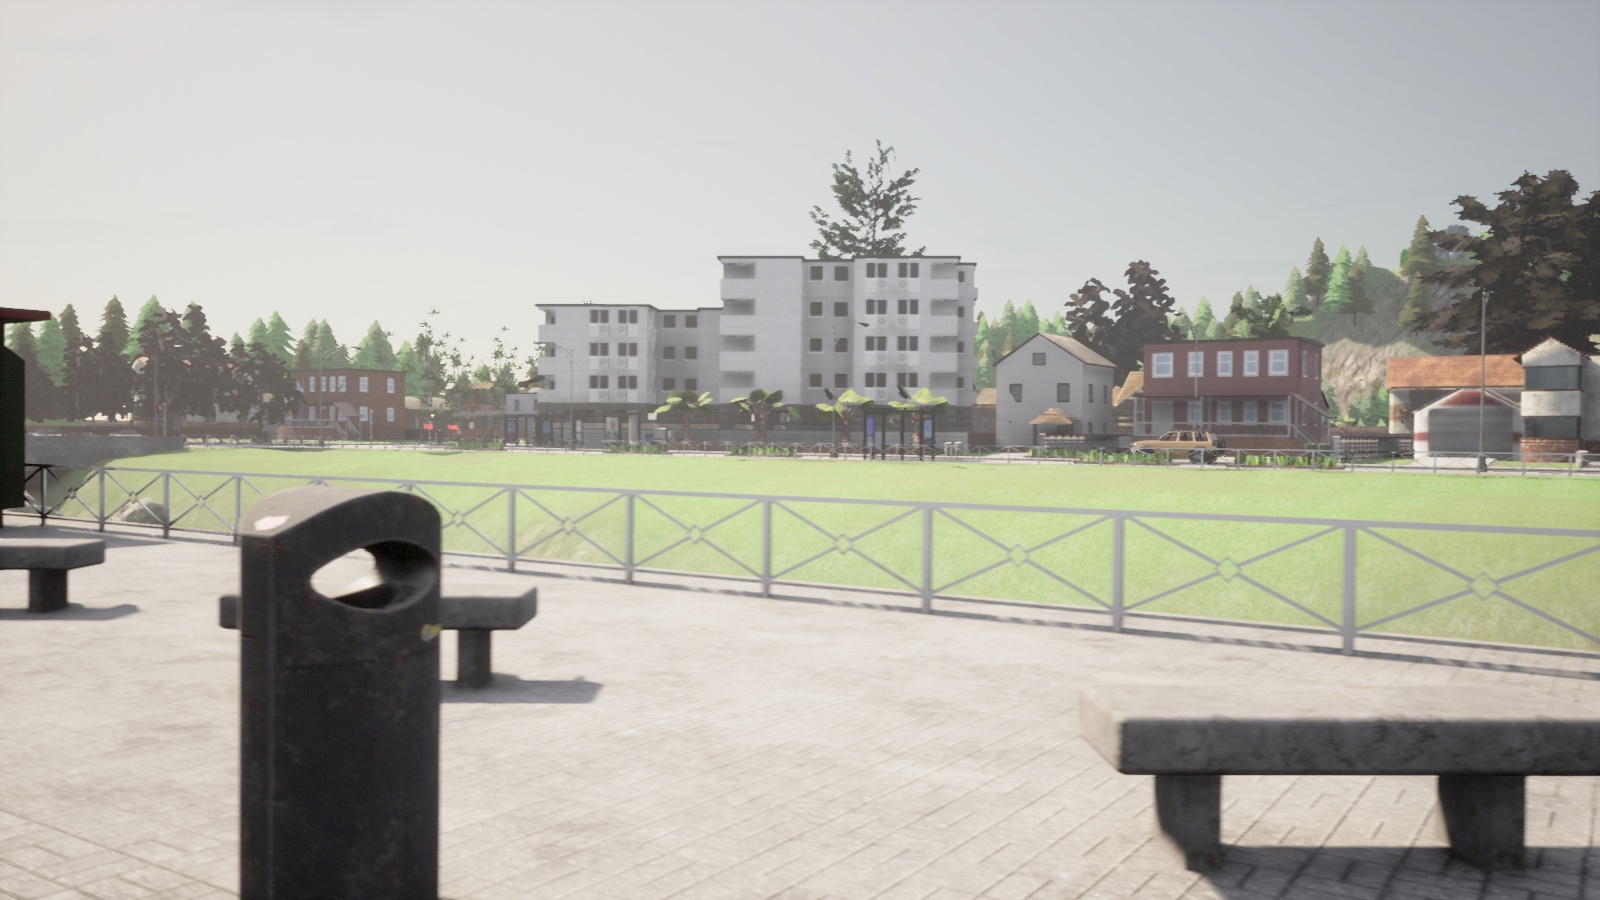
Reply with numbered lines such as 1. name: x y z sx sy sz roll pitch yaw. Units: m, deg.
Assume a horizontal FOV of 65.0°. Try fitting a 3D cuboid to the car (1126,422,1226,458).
1. car: 19.550 -0.520 65.299 4.605 1.855 1.932 0 1 34
